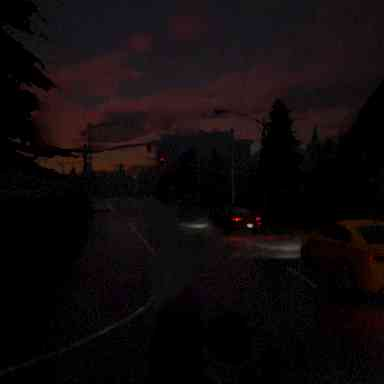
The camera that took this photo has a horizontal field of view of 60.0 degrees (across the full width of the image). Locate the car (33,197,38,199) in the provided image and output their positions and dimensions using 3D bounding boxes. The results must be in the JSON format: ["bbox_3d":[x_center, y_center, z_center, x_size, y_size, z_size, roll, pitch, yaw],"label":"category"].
[{"bbox_3d":[-30.724,1.723,64.126,1.970,1.475,3.806,-1,0,-14],"label":"car"}]

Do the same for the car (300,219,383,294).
[{"bbox_3d":[4.390,1.448,8.682,1.882,1.535,5.008,-1,0,3],"label":"car"}]

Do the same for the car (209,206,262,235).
[{"bbox_3d":[2.362,1.524,18.969,1.812,1.442,4.674,-1,0,-14],"label":"car"}]
